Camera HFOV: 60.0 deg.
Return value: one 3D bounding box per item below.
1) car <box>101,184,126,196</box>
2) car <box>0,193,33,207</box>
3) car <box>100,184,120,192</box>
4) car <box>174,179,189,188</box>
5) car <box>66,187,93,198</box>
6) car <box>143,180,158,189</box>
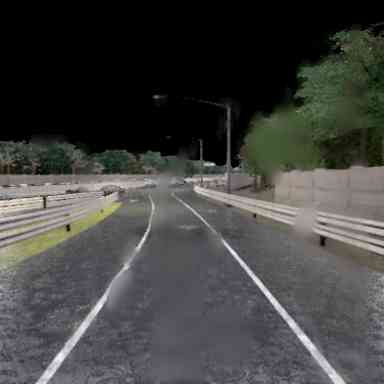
[{"bbox_3d":[-11.857,-0.187,51.415,1.812,1.442,4.674,0,3,16],"label":"car"},{"bbox_3d":[-17.473,0.939,31.225,2.033,1.411,5.357,0,3,16],"label":"car"},{"bbox_3d":[-15.659,-0.772,63.869,1.994,1.385,4.181,0,3,16],"label":"car"},{"bbox_3d":[-3.024,-1.927,83.182,1.837,1.490,4.892,0,3,16],"label":"car"},{"bbox_3d":[-16.299,-0.054,48.512,1.882,1.535,5.008,0,3,16],"label":"car"},{"bbox_3d":[-9.073,-1.408,74.492,2.128,1.511,4.902,0,3,16],"label":"car"}]
